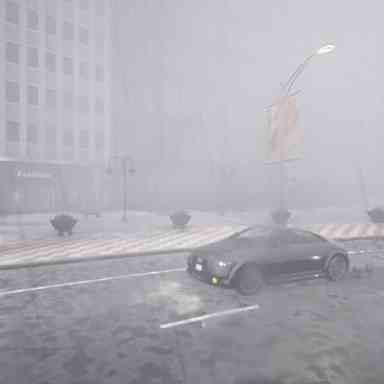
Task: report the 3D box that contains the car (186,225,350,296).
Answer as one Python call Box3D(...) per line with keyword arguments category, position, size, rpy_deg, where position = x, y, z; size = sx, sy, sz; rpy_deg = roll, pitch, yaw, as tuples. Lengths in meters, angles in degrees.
Box3D(category="car", position=(1.971, 1.564, 8.560), size=(4.181, 1.385, 1.994), rpy_deg=(0, 0, -25))
